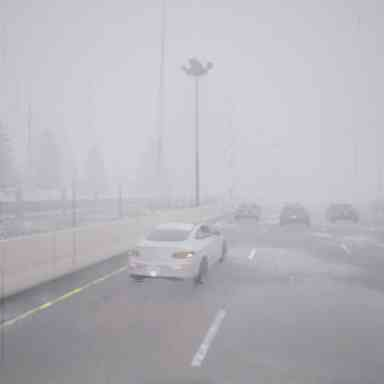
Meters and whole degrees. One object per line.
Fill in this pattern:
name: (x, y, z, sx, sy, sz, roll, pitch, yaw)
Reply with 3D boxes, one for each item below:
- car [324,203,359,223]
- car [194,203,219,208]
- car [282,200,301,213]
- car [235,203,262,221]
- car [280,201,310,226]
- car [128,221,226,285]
car: (11.448, 1.570, 25.661, 2.033, 1.411, 5.357, 0, 0, 15)
car: (2.215, 1.618, 44.181, 2.128, 1.511, 4.902, 0, 0, 19)
car: (11.608, 1.663, 38.655, 1.895, 1.301, 4.718, 0, 0, 18)
car: (4.702, 1.610, 27.527, 2.033, 1.411, 5.357, 0, 0, 15)
car: (7.280, 1.601, 23.700, 1.994, 1.385, 4.181, 0, 0, 15)
car: (-0.236, 1.557, 9.575, 1.812, 1.442, 4.674, 0, 0, 15)
